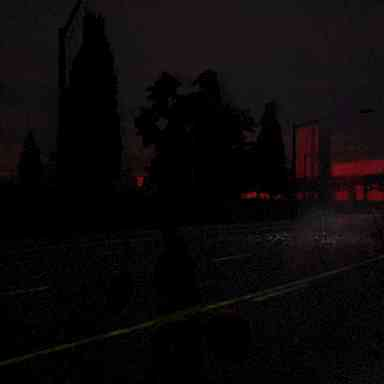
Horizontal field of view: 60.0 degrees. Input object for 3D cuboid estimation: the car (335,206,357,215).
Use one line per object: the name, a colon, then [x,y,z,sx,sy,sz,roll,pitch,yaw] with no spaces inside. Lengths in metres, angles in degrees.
car: [26.610,3.261,58.307,1.812,1.442,4.674,0,-2,4]

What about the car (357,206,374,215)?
car: [30.130,3.237,58.453,1.882,1.535,5.008,1,-2,4]
